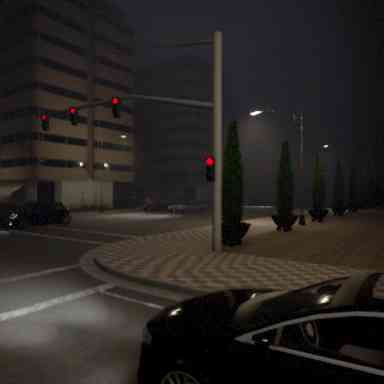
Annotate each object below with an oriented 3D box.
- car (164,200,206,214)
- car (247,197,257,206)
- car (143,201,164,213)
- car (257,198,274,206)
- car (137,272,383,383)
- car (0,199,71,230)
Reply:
[{"bbox_3d":[-0.523,1.638,35.568,1.895,1.301,4.718,0,0,35],"label":"car"},{"bbox_3d":[9.897,1.542,56.220,1.837,1.490,4.892,0,0,36],"label":"car"},{"bbox_3d":[-3.376,1.635,37.595,1.895,1.301,4.718,0,0,35],"label":"car"},{"bbox_3d":[12.774,1.602,54.227,1.994,1.385,4.181,0,0,35],"label":"car"},{"bbox_3d":[1.655,1.491,2.793,4.902,1.511,2.128,0,0,36],"label":"car"},{"bbox_3d":[-10.125,1.389,21.355,2.097,1.767,4.553,0,0,30],"label":"car"}]
